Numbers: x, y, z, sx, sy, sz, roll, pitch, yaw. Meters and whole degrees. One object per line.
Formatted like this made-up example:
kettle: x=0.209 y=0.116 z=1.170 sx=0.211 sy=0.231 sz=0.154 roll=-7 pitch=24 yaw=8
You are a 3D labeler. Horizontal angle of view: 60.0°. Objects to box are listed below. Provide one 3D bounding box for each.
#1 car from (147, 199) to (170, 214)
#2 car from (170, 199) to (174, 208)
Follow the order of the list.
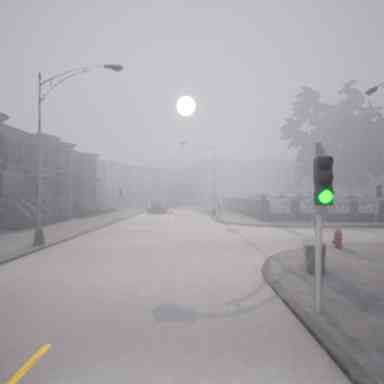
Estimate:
car: x=-4.117 y=1.721 z=40.133 sx=2.097 sy=1.767 sz=4.553 roll=0 pitch=-1 yaw=0
car: x=-4.121 y=2.032 z=57.602 sx=1.837 sy=1.490 sz=4.892 roll=0 pitch=0 yaw=2
